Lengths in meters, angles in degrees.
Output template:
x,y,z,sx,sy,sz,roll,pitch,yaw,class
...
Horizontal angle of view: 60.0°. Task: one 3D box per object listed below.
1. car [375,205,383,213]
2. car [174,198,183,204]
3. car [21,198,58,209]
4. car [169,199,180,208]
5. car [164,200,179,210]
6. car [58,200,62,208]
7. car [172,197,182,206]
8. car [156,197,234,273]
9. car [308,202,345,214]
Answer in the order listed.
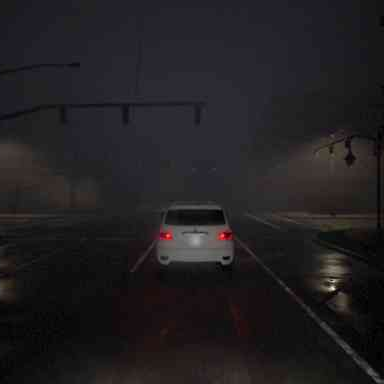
x,y,z,sx,sy,sz,roll,pitch,yaw,class
24.727,1.867,40.180,4.674,1.442,1.812,0,-1,1,car
-3.285,2.233,81.670,2.033,1.411,5.357,0,0,0,car
-23.302,1.721,50.186,4.611,1.667,2.242,0,0,1,car
-3.181,1.999,61.321,1.882,1.535,5.008,0,0,0,car
-3.119,1.988,51.744,2.033,1.411,5.357,0,0,0,car
-24.017,1.931,55.936,3.806,1.475,1.970,0,0,1,car
-3.201,1.962,71.325,2.097,1.767,4.553,0,0,0,car
0.092,1.318,11.165,2.150,2.045,5.566,0,0,0,car
16.226,1.907,40.250,4.181,1.385,1.994,0,0,0,car
